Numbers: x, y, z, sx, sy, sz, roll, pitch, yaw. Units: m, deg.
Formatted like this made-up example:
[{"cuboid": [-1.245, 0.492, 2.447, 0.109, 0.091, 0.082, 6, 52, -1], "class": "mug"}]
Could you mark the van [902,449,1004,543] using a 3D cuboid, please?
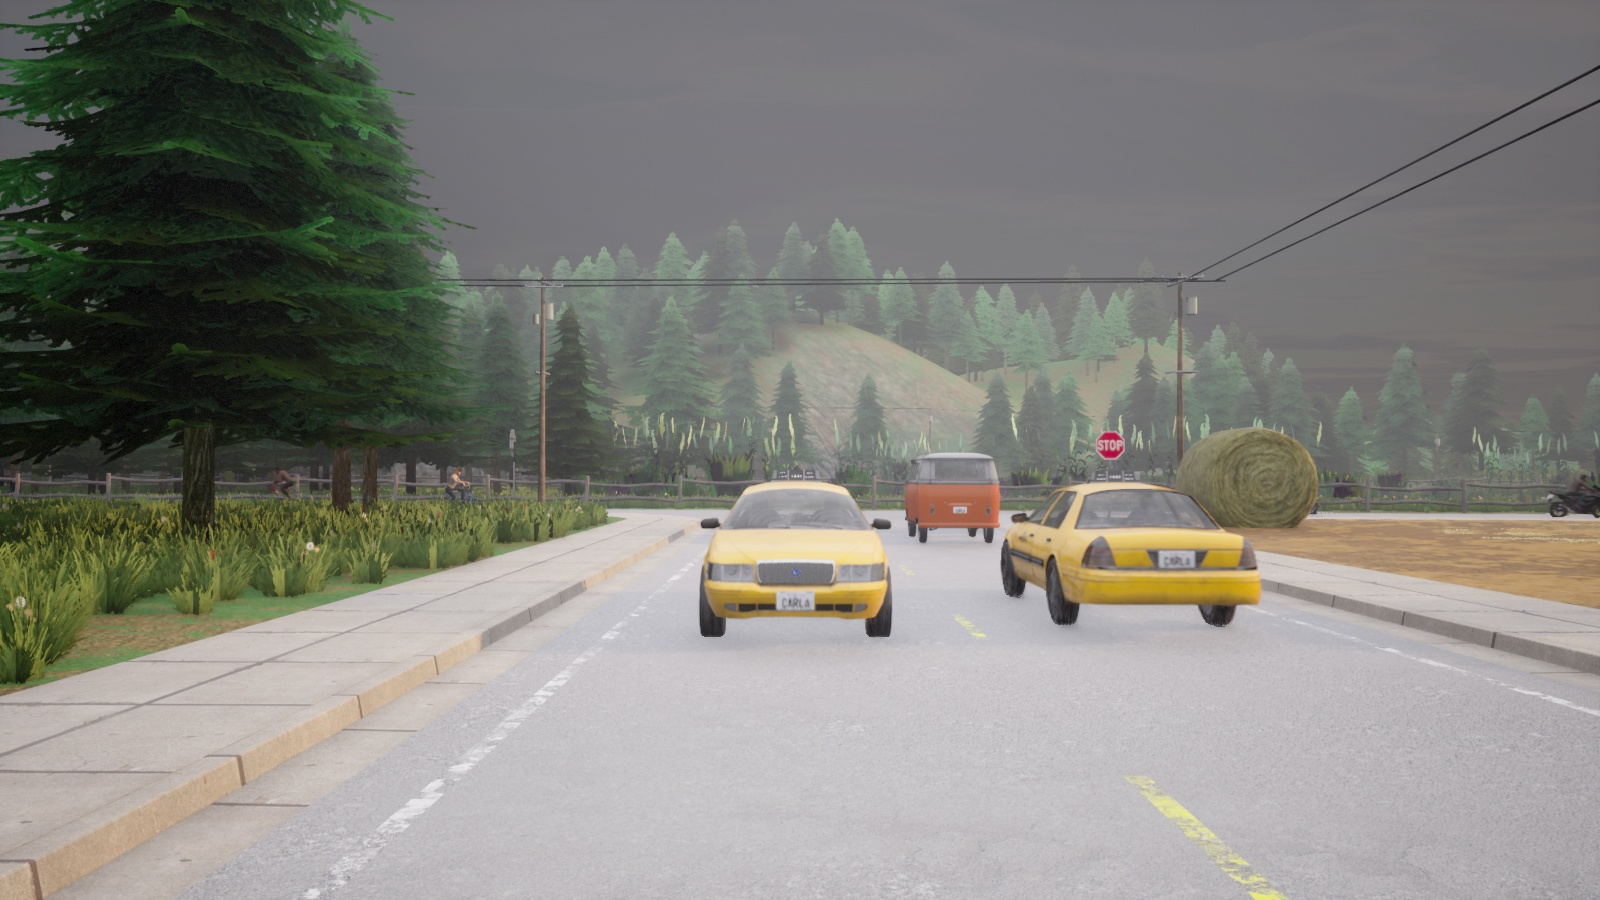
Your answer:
[{"cuboid": [3.424, 1.034, 28.897, 1.775, 1.987, 4.442, 0, -1, 0], "class": "van"}]

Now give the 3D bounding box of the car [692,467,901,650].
[{"cuboid": [-0.036, 0.980, 13.526, 1.801, 1.575, 5.366, 0, -1, 0], "class": "car"}]

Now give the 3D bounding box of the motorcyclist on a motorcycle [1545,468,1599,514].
[{"cuboid": [26.132, 1.360, 41.919, 2.044, 1.523, 0.797, 0, -1, 3], "class": "motorcyclist on a motorcycle"}]

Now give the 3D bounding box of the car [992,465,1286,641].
[{"cuboid": [3.463, 0.974, 13.993, 1.801, 1.575, 5.366, 0, -1, 0], "class": "car"}]
